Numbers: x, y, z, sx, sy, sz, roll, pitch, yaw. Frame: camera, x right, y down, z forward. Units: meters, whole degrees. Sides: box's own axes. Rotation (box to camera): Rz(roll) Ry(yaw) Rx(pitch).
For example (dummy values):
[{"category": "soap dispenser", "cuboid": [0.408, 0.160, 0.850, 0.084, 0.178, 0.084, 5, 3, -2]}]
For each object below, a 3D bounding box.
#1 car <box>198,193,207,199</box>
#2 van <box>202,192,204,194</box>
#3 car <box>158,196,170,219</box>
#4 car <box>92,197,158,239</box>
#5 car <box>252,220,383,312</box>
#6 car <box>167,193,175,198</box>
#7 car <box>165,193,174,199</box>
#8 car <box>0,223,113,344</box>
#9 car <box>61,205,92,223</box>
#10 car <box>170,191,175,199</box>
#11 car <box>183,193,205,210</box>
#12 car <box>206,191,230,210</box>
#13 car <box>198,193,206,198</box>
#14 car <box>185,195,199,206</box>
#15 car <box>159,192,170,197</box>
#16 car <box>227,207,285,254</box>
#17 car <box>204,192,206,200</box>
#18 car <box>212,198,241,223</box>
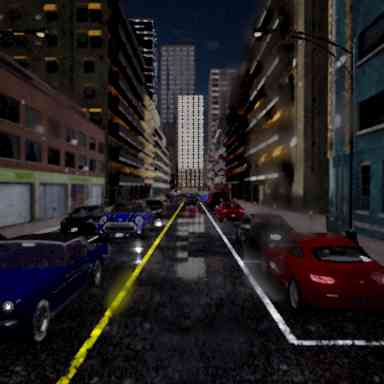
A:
[{"category": "car", "cuboid": [2.682, 0.952, 84.612, 2.008, 1.369, 4.403, -1, 0, 0]}, {"category": "van", "cuboid": [2.680, 0.892, 62.518, 1.690, 1.788, 3.998, -1, 0, 0]}, {"category": "car", "cuboid": [-3.090, 1.329, 26.647, 1.812, 1.442, 4.674, 0, 0, 0]}, {"category": "car", "cuboid": [-3.097, 1.229, 16.434, 2.097, 1.767, 4.553, 0, 0, 0]}, {"category": "car", "cuboid": [2.683, 1.526, 7.287, 1.802, 1.307, 4.206, 0, 0, 0]}, {"category": "car", "cuboid": [-5.699, 0.910, 90.149, 1.887, 1.381, 4.507, -1, 0, 0]}, {"category": "car", "cuboid": [-5.698, 0.946, 84.625, 1.887, 1.381, 4.507, 0, 0, 0]}, {"category": "car", "cuboid": [-3.100, 1.552, 6.440, 1.895, 1.301, 4.718, 0, 0, 0]}, {"category": "car", "cuboid": [-5.698, 1.429, 18.345, 1.947, 1.339, 4.313, 0, 0, 0]}, {"category": "car", "cuboid": [-5.698, 1.005, 79.102, 1.947, 1.339, 4.313, 0, 0, 0]}, {"category": "car", "cuboid": [-0.002, 1.216, 37.574, 2.128, 1.511, 4.902, 0, 0, 0]}, {"category": "car", "cuboid": [3.106, 0.950, 37.881, 2.150, 2.045, 5.566, 0, 0, 0]}, {"category": "car", "cuboid": [2.682, 0.916, 90.135, 2.008, 1.369, 4.403, -1, 0, 0]}, {"category": "car", "cuboid": [0.013, 1.175, 48.178, 1.812, 1.442, 4.674, 0, 1, 0]}, {"category": "car", "cuboid": [-5.699, 1.077, 62.362, 1.752, 1.417, 4.829, 0, 0, 0]}, {"category": "car", "cuboid": [2.683, 1.469, 12.810, 1.947, 1.339, 4.313, 0, 0, 0]}, {"category": "car", "cuboid": [3.106, 0.893, 44.881, 2.150, 2.045, 5.566, 0, 0, 0]}, {"category": "car", "cuboid": [2.683, 1.368, 23.856, 1.887, 1.381, 4.507, 0, 0, 0]}]
